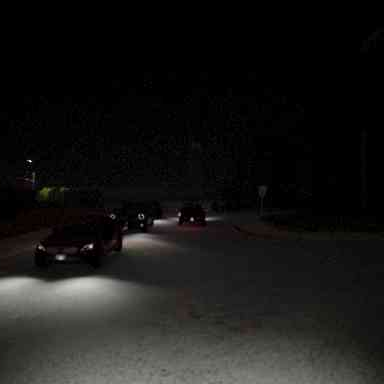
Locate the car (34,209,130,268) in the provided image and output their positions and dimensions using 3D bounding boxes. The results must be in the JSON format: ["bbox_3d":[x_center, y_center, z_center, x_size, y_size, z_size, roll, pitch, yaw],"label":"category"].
[{"bbox_3d":[-3.596,1.532,11.431,1.812,1.442,4.674,0,0,0],"label":"car"}]

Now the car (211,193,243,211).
[{"bbox_3d":[4.163,1.182,39.793,1.905,1.878,3.866,-8,3,-42],"label":"car"}]

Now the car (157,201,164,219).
[{"bbox_3d":[-3.565,1.530,29.478,1.837,1.490,4.892,0,0,0],"label":"car"}]

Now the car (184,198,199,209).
[{"bbox_3d":[0.006,1.592,47.822,2.033,1.411,5.357,0,0,0],"label":"car"}]

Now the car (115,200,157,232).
[{"bbox_3d":[-3.588,1.370,20.334,2.097,1.767,4.553,0,0,0],"label":"car"}]

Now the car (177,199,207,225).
[{"bbox_3d":[0.000,1.527,24.023,1.837,1.490,4.892,0,0,0],"label":"car"}]

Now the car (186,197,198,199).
[{"bbox_3d":[-0.007,1.339,38.026,2.097,1.767,4.553,0,-1,0],"label":"car"}]
